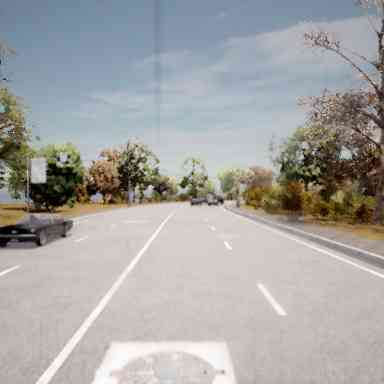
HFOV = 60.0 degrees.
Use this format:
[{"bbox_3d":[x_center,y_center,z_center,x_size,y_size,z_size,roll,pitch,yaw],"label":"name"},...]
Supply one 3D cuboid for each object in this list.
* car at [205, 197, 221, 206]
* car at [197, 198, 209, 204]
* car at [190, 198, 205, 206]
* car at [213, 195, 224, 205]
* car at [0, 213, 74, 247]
[{"bbox_3d":[4.340,2.183,68.047,1.895,1.301,4.718,0,-1,9],"label":"car"},{"bbox_3d":[2.629,2.083,78.336,1.837,1.490,4.892,0,-1,14],"label":"car"},{"bbox_3d":[0.842,2.093,68.284,1.837,1.490,4.892,0,-1,9],"label":"car"},{"bbox_3d":[6.163,1.817,78.089,2.150,2.045,5.566,0,-1,14],"label":"car"},{"bbox_3d":[-7.335,1.707,15.870,1.895,1.301,4.718,0,0,-1],"label":"car"}]
